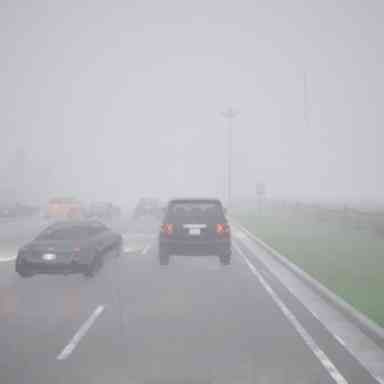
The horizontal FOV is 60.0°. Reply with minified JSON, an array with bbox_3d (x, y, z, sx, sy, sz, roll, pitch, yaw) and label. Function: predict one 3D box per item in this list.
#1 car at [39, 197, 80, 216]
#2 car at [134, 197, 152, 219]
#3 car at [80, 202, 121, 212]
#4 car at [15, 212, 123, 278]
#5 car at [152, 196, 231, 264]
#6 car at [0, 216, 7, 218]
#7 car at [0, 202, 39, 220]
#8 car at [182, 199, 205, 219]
[{"bbox_3d":[-10.401,1.221,27.607,2.097,1.767,4.553,0,0,0],"label":"car"},{"bbox_3d":[-3.401,1.220,27.598,2.097,1.767,4.553,0,0,0],"label":"car"},{"bbox_3d":[-6.904,1.476,26.230,1.895,1.301,4.718,0,0,0],"label":"car"},{"bbox_3d":[-3.421,1.516,10.022,1.994,1.385,4.181,0,0,1],"label":"car"},{"bbox_3d":[0.090,1.164,11.719,2.150,2.045,5.566,0,0,0],"label":"car"},{"bbox_3d":[-6.930,1.524,8.392,1.994,1.385,4.181,0,0,0],"label":"car"},{"bbox_3d":[-13.904,1.476,26.224,1.895,1.301,4.718,0,0,0],"label":"car"},{"bbox_3d":[0.097,1.388,28.887,1.812,1.442,4.674,0,0,0],"label":"car"}]
